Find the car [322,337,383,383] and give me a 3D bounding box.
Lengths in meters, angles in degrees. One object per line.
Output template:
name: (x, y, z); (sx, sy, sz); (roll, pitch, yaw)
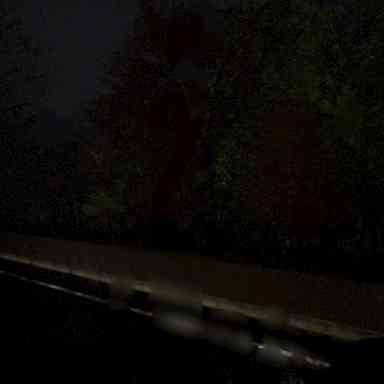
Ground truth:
car: (2.777, 1.563, 1.703); (4.181, 1.385, 1.994); (0, 0, 36)
